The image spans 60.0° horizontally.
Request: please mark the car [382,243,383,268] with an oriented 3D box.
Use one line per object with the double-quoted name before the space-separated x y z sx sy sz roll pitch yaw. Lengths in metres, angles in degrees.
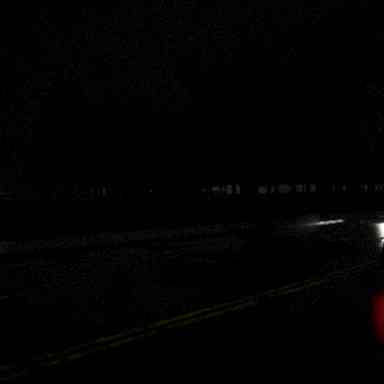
"car" 6.993 1.475 9.136 4.892 1.490 1.837 0 0 -38
